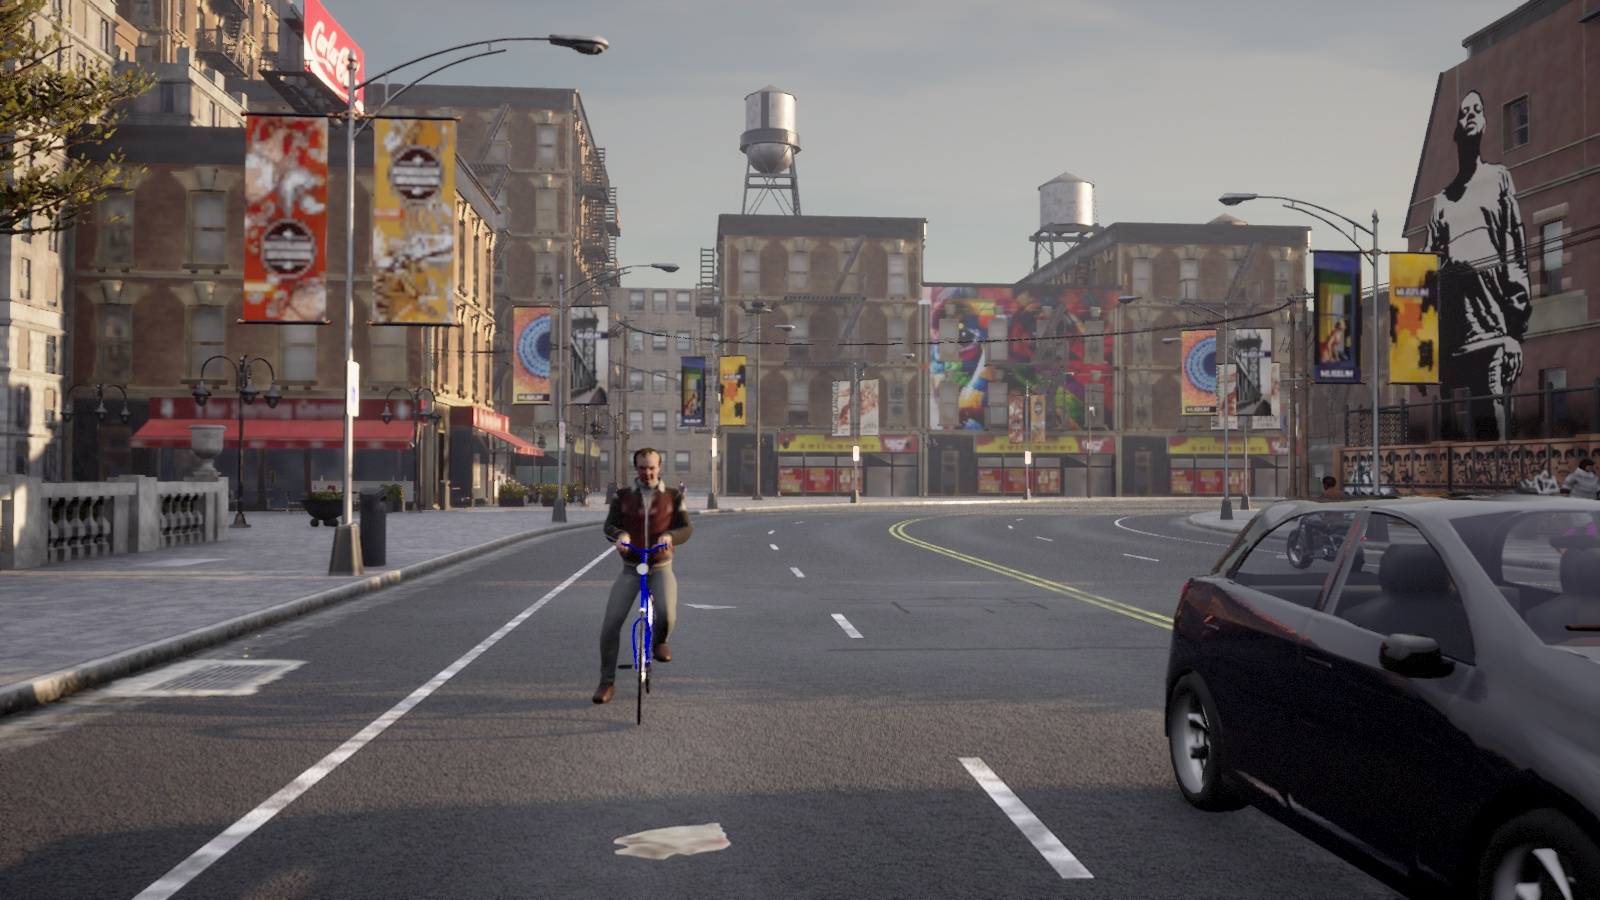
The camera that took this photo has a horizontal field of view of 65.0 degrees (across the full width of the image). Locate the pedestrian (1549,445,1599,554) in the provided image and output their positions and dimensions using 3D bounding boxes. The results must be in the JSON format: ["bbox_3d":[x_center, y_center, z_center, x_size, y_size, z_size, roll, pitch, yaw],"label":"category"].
[{"bbox_3d":[14.435,0.901,23.112,0.659,1.952,0.873,0,-1,-23],"label":"pedestrian"}]

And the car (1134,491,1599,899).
[{"bbox_3d":[2.762,0.921,4.637,1.845,1.501,3.633,0,-1,-4],"label":"car"}]

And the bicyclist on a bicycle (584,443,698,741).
[{"bbox_3d":[-1.031,0.872,8.459,0.659,1.776,1.843,0,-1,-4],"label":"bicyclist on a bicycle"}]
